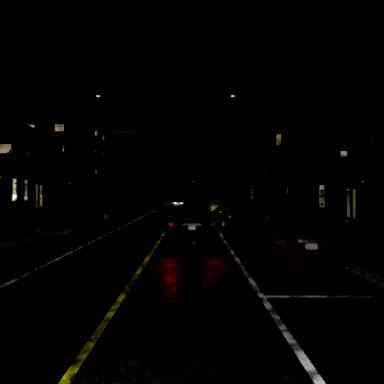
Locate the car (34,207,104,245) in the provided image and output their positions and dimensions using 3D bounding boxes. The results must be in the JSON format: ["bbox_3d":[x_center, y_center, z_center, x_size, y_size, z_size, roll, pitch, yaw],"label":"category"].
[{"bbox_3d":[-5.684,1.584,15.436,1.802,1.307,4.206,1,0,0],"label":"car"}]

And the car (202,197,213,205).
[{"bbox_3d":[2.827,1.611,62.198,1.802,1.307,4.206,0,0,0],"label":"car"}]

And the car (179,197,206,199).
[{"bbox_3d":[0.000,1.494,29.651,1.882,1.535,5.008,0,0,0],"label":"car"}]

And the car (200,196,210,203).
[{"bbox_3d":[2.826,1.582,71.200,1.887,1.381,4.507,0,0,0],"label":"car"}]

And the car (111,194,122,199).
[{"bbox_3d":[-19.997,1.212,84.537,4.507,1.381,1.887,1,-2,-1],"label":"car"}]

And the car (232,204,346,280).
[{"bbox_3d":[2.699,1.315,9.902,2.192,1.841,5.009,1,0,0],"label":"car"}]

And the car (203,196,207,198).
[{"bbox_3d":[2.798,1.568,45.652,2.008,1.369,4.403,0,0,0],"label":"car"}]

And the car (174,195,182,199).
[{"bbox_3d":[-3.001,1.479,74.620,2.128,1.511,4.902,0,0,0],"label":"car"}]

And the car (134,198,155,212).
[{"bbox_3d":[-5.752,1.538,39.043,1.752,1.417,4.829,1,0,0],"label":"car"}]

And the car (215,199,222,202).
[{"bbox_3d":[2.704,1.551,26.194,1.887,1.381,4.507,0,0,0],"label":"car"}]

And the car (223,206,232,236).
[{"bbox_3d":[2.697,1.568,15.434,1.947,1.339,4.313,1,0,0],"label":"car"}]

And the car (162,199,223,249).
[{"bbox_3d":[0.000,1.369,14.621,2.097,1.767,4.553,0,0,0],"label":"car"}]

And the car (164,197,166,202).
[{"bbox_3d":[-5.812,1.468,61.098,1.967,1.590,4.097,0,0,0],"label":"car"}]

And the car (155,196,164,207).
[{"bbox_3d":[-5.806,1.571,50.279,2.008,1.369,4.403,1,0,0],"label":"car"}]

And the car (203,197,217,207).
[{"bbox_3d":[2.827,1.588,53.197,1.947,1.339,4.313,0,0,0],"label":"car"}]

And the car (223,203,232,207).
[{"bbox_3d":[2.697,1.570,20.967,1.947,1.339,4.313,1,0,0],"label":"car"}]

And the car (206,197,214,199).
[{"bbox_3d":[2.758,1.537,37.431,1.752,1.417,4.829,0,0,0],"label":"car"}]

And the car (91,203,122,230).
[{"bbox_3d":[-5.682,1.444,20.969,1.967,1.590,4.097,1,0,0],"label":"car"}]
